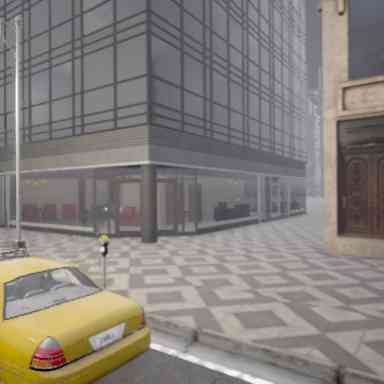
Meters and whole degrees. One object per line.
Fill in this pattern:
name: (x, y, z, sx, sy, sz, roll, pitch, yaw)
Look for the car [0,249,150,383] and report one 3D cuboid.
car: (-2.814, 1.530, 4.895, 4.829, 1.417, 1.752, 0, 0, 34)
